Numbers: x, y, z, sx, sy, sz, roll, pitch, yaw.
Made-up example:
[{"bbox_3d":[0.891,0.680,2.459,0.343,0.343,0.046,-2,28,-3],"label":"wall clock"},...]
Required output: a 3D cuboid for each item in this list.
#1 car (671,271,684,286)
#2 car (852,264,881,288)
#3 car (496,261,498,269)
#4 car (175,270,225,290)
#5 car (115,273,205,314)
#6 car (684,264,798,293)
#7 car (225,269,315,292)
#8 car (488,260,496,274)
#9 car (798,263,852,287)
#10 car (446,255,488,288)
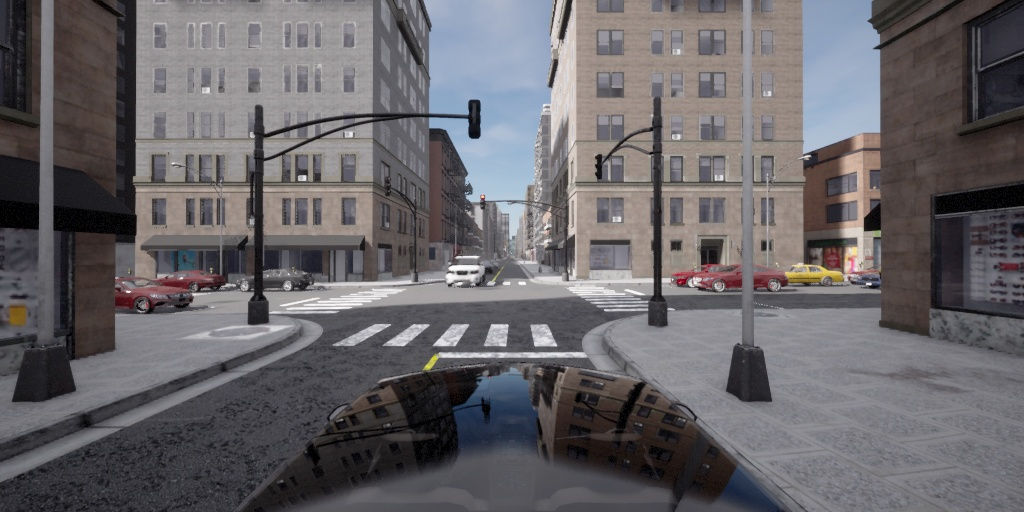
[{"bbox_3d":[12.132,1.190,22.027,4.507,1.381,1.888,0,0,0],"label":"car"},{"bbox_3d":[21.817,1.087,19.208,5.357,1.411,2.033,-1,0,1],"label":"car"},{"bbox_3d":[-3.123,1.304,55.359,1.895,1.301,4.718,0,0,0],"label":"car"},{"bbox_3d":[-20.159,1.545,22.236,4.207,1.307,1.802,0,0,0],"label":"car"},{"bbox_3d":[-14.660,1.451,13.674,4.207,1.307,1.802,0,0,0],"label":"car"},{"bbox_3d":[12.188,1.157,19.272,4.674,1.442,1.812,-1,0,1],"label":"car"},{"bbox_3d":[-14.631,1.458,22.200,4.403,1.370,2.007,0,0,0],"label":"car"},{"bbox_3d":[-3.125,1.209,40.654,1.882,1.535,5.008,0,0,0],"label":"car"},{"bbox_3d":[17.454,1.117,21.993,4.829,1.417,1.751,0,0,0],"label":"car"},{"bbox_3d":[-3.121,0.997,25.135,2.150,2.045,5.566,0,1,0],"label":"car"}]
